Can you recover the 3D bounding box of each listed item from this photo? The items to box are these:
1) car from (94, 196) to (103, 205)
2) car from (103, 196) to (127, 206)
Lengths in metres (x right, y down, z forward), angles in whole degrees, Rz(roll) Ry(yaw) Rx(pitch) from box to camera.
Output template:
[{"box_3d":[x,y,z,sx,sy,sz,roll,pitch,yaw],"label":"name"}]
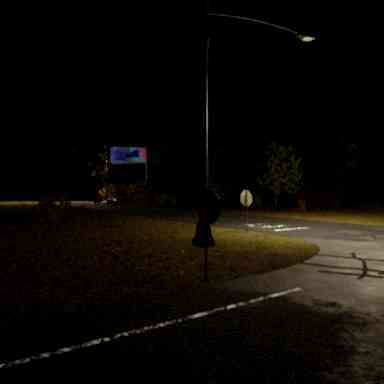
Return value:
[{"box_3d":[-16.463,1.476,60.778,2.128,1.511,4.902,1,0,-34],"label":"car"},{"box_3d":[-12.474,1.544,54.862,2.033,1.411,5.357,1,0,-33],"label":"car"}]
